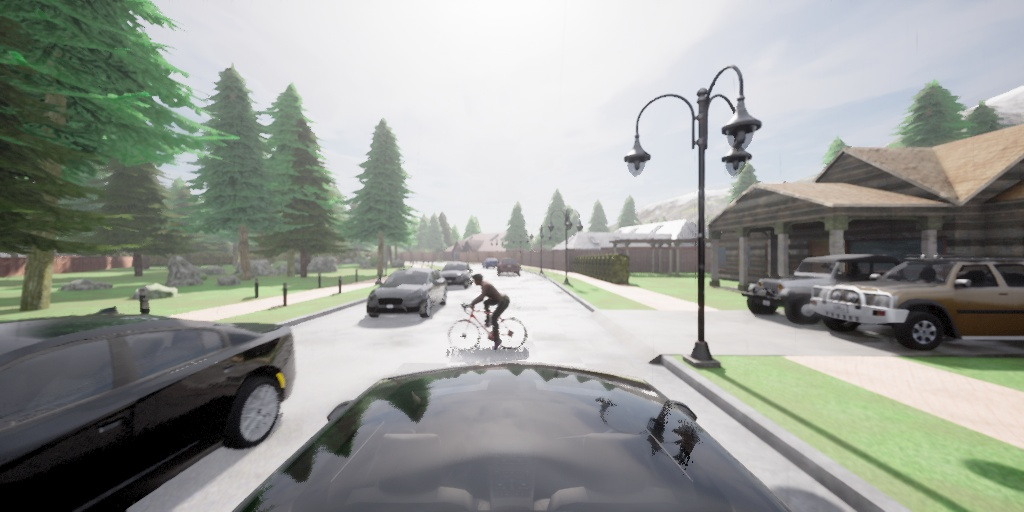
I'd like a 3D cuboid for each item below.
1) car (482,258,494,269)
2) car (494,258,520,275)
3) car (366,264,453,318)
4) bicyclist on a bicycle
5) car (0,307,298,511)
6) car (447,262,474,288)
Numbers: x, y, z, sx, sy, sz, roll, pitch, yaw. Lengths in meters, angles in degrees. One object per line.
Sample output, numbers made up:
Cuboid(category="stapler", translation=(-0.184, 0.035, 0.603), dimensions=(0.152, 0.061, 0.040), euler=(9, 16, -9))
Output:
Cuboid(category="car", translation=(-3.019, 1.029, 50.881), dimensions=(1.882, 1.535, 5.008), euler=(0, 0, -14))
Cuboid(category="car", translation=(-0.436, 0.963, 36.067), dimensions=(2.097, 1.767, 4.553), euler=(0, 0, -5))
Cuboid(category="car", translation=(-3.543, 1.209, 12.866), dimensions=(1.837, 1.490, 4.892), euler=(0, 0, 0))
Cuboid(category="bicyclist on a bicycle", translation=(-0.526, 1.176, 7.448), dimensions=(1.656, 1.620, 0.582), euler=(-2, 0, 0))
Cuboid(category="car", translation=(-3.604, 1.223, 2.365), dimensions=(1.882, 1.535, 5.008), euler=(0, 0, 0))
Cuboid(category="car", translation=(-3.523, 1.169, 22.697), dimensions=(1.837, 1.490, 4.892), euler=(0, 0, 0))
